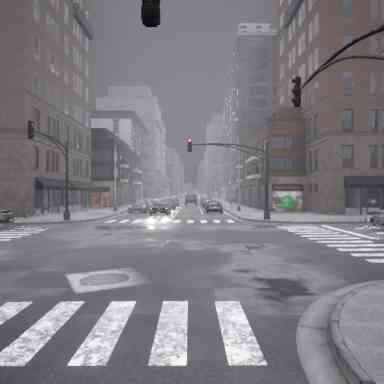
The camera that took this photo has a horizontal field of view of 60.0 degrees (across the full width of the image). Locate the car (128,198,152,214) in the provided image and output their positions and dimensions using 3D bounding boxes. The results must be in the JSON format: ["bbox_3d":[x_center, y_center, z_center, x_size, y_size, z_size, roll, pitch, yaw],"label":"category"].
[{"bbox_3d":[-5.665,1.480,36.132,1.967,1.590,4.097,0,0,0],"label":"car"}]

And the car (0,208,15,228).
[{"bbox_3d":[-13.613,1.550,20.541,4.902,1.511,2.128,0,0,0],"label":"car"}]

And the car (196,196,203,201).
[{"bbox_3d":[2.050,1.698,90.086,1.812,1.442,4.674,0,0,0],"label":"car"}]

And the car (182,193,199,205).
[{"bbox_3d":[-0.134,1.309,59.482,2.150,2.045,5.566,0,0,0],"label":"car"}]

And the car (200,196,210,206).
[{"bbox_3d":[2.380,1.641,47.139,1.802,1.307,4.206,0,0,0],"label":"car"}]

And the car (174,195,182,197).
[{"bbox_3d":[-3.084,1.637,53.432,1.994,1.385,4.181,0,0,0],"label":"car"}]

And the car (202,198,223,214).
[{"bbox_3d":[2.360,1.606,36.117,1.947,1.339,4.313,0,0,0],"label":"car"}]

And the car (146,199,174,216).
[{"bbox_3d":[-3.133,1.637,33.495,1.895,1.301,4.718,0,0,0],"label":"car"}]

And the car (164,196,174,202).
[{"bbox_3d":[-5.583,1.694,80.218,2.008,1.369,4.403,0,0,0],"label":"car"}]

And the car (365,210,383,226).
[{"bbox_3d":[13.382,1.442,20.628,4.902,1.511,2.128,0,0,0],"label":"car"}]

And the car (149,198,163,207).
[{"bbox_3d":[-5.634,1.653,52.664,1.802,1.307,4.206,0,0,0],"label":"car"}]

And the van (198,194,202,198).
[{"bbox_3d":[2.401,1.424,58.161,1.690,1.788,3.998,0,0,0],"label":"van"}]

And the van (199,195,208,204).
[{"bbox_3d":[2.421,1.453,69.182,1.690,1.788,3.998,0,0,0],"label":"van"}]

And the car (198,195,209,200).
[{"bbox_3d":[2.390,1.637,52.650,1.947,1.339,4.313,0,0,0],"label":"car"}]

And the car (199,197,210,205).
[{"bbox_3d":[2.411,1.647,63.671,2.008,1.369,4.403,0,0,0],"label":"car"}]

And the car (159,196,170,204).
[{"bbox_3d":[-5.604,1.552,69.197,1.967,1.590,4.097,0,0,0],"label":"car"}]

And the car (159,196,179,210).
[{"bbox_3d":[-3.110,1.617,43.473,1.994,1.385,4.181,0,0,1],"label":"car"}]

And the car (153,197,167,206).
[{"bbox_3d":[-5.624,1.634,58.175,2.008,1.369,4.403,0,0,0],"label":"car"}]
